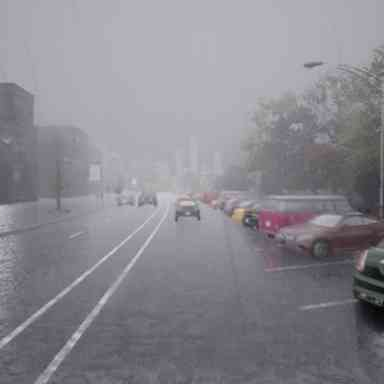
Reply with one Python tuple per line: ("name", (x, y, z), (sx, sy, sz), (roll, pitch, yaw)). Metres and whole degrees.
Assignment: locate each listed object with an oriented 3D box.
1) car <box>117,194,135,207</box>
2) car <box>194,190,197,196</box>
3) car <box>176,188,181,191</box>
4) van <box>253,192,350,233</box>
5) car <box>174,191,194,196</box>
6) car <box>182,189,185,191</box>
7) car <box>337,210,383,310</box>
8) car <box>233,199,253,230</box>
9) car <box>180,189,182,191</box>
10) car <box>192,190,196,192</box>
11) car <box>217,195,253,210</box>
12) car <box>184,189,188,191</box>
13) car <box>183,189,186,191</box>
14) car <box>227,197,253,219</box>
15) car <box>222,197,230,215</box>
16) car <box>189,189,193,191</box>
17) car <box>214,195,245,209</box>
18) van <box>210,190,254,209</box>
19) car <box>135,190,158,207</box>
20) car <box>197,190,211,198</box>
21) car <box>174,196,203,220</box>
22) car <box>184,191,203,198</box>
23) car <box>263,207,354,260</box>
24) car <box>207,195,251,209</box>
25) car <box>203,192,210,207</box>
("car", (-8.308, 1.062, 42.454), (2.128, 1.511, 4.902), (0, 0, -3))
("car", (3.392, 0.933, 53.405), (4.892, 1.521, 2.231), (0, 1, -24))
("car", (-0.738, 0.325, 94.810), (5.566, 2.045, 2.435), (0, 1, -28))
("van", (5.264, 1.132, 14.919), (4.442, 1.987, 1.878), (1, 0, -21))
("car", (-1.119, 1.047, 41.739), (1.882, 1.535, 5.008), (0, 1, -3))
("car", (0.820, 0.686, 83.076), (5.366, 1.575, 1.946), (0, 0, -27))
("car", (5.249, 1.312, 5.950), (4.553, 1.767, 2.185), (1, 0, -21))
("car", (5.083, 1.326, 17.845), (5.008, 1.535, 2.097), (1, 0, -22))
("car", (-0.037, 0.643, 88.894), (5.008, 1.535, 2.097), (0, 0, -27))
("car", (2.902, 0.905, 59.320), (4.792, 1.488, 2.163), (0, 1, -25))
("car", (4.799, 1.265, 26.729), (4.674, 1.452, 2.002), (0, 1, -22))
("car", (1.302, 0.732, 77.079), (5.008, 1.535, 2.097), (0, 1, -26))
("car", (0.972, 0.710, 80.039), (5.008, 1.535, 2.097), (0, 0, -26))
("car", (5.186, 1.293, 20.883), (5.366, 1.575, 1.946), (1, 0, -22))
("car", (4.914, 1.301, 23.783), (4.674, 1.452, 2.002), (1, 0, -22))
("car", (2.402, 0.698, 65.245), (4.553, 1.767, 2.185), (0, 0, -25))
("car", (4.707, 1.230, 29.682), (4.674, 1.452, 2.002), (0, 0, -23))
("van", (4.481, 0.928, 32.598), (4.442, 1.987, 1.878), (0, 1, -23))
("car", (-5.448, 0.797, 41.574), (2.150, 2.045, 5.566), (0, 1, -3))
("car", (3.998, 0.770, 44.527), (5.566, 2.045, 2.435), (1, 0, -24))
("car", (-0.364, 1.284, 25.269), (1.812, 1.442, 4.674), (0, 1, -2))
("car", (0.346, 0.541, 85.951), (4.553, 1.767, 2.185), (0, 1, -27))
("car", (5.208, 1.425, 11.902), (4.674, 1.452, 2.002), (1, 1, -21))
("car", (4.302, 1.126, 38.582), (4.674, 1.452, 2.002), (0, 1, -23))
("car", (4.278, 1.115, 35.542), (5.366, 1.575, 1.946), (0, 1, -23))
